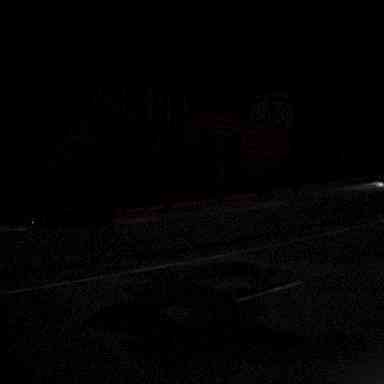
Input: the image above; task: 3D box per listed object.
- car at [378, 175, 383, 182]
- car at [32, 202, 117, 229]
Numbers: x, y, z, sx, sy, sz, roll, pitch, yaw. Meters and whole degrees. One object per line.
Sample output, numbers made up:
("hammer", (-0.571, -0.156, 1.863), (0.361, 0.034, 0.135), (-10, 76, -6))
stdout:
("car", (26.725, -2.078, 44.228), (4.718, 1.301, 1.895), (-7, 4, -35))
("car", (-7.080, 1.388, 20.409), (4.902, 1.511, 2.128), (-2, 1, -35))
